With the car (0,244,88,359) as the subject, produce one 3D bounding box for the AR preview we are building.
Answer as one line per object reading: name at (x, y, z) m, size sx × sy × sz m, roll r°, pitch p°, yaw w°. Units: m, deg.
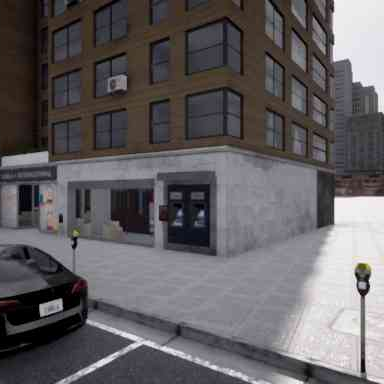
car at (-3.554, 1.565, 5.607) m, size 4.313 × 1.339 × 1.947 m, roll 0°, pitch 0°, yaw 35°
